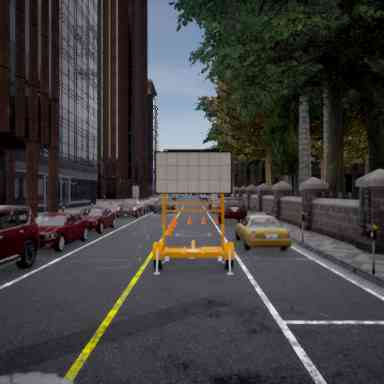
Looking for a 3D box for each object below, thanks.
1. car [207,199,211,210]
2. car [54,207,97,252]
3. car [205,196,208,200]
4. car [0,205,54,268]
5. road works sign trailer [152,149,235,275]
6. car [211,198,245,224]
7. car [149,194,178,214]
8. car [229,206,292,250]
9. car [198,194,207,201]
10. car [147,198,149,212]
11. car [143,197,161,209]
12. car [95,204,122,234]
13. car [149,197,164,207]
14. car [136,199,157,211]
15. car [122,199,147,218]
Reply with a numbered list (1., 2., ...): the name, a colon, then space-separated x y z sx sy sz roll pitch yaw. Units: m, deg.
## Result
1. car: 2.920 1.534 35.887 1.752 1.417 4.829 0 0 0
2. car: -5.701 1.545 13.924 1.887 1.381 4.507 0 0 0
3. car: 2.943 1.577 41.174 1.947 1.339 4.313 0 0 0
4. car: -5.725 1.315 8.467 2.192 1.841 5.009 0 0 0
5. road works sign trailer: 0.046 0.464 10.451 2.380 3.560 2.880 0 0 0
6. car: 2.871 1.319 24.804 2.192 1.841 5.009 0 0 0
7. car: -2.941 1.361 35.303 2.097 1.767 4.553 0 0 0
8. car: 2.824 1.526 14.061 1.752 1.417 4.829 0 0 0
9. car: 3.131 1.482 84.056 1.967 1.590 4.097 0 0 0
10. car: -5.606 1.560 35.752 2.008 1.369 4.403 0 0 0
11. car: -5.558 1.455 46.666 1.967 1.590 4.097 0 0 0
12. car: -5.678 1.547 19.381 1.887 1.381 4.507 0 0 0
13. car: -5.535 1.543 51.953 1.752 1.417 4.829 0 0 0
14. car: -5.582 1.556 41.209 1.887 1.381 4.507 0 0 0
15. car: -5.630 1.447 30.295 1.967 1.590 4.097 0 0 0
